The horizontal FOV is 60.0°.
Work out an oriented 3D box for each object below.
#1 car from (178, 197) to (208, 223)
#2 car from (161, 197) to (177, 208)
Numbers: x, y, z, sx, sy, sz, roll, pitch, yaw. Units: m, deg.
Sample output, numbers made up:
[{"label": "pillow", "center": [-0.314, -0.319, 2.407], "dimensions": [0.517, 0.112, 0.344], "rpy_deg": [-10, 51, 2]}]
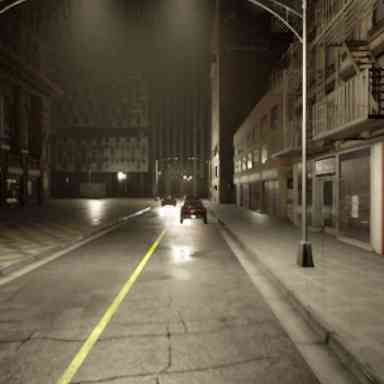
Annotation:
[{"label": "car", "center": [0.091, 1.359, 24.019], "dimensions": [1.837, 1.490, 4.892], "rpy_deg": [0, 0, 0]}, {"label": "car", "center": [-3.034, 1.336, 44.082], "dimensions": [1.895, 1.301, 4.718], "rpy_deg": [0, 0, 0]}]
